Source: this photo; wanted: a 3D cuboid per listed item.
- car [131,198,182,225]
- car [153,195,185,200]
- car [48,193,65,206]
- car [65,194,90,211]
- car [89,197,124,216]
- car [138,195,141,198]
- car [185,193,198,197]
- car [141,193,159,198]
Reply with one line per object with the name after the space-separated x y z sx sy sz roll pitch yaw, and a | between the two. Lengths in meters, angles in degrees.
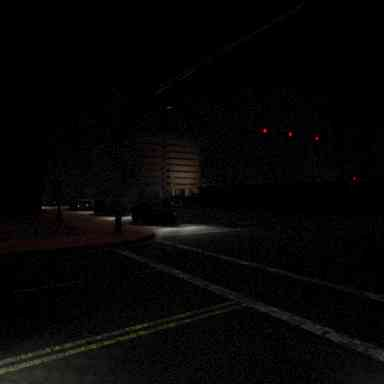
-2.888 1.478 24.491 1.882 1.535 5.008 0 0 -31 | car
-3.207 1.525 44.889 1.812 1.442 4.674 0 0 -33 | car
-22.169 1.218 54.866 2.150 2.045 5.566 0 0 -33 | car
-13.936 1.222 41.836 2.150 2.045 5.566 0 0 -32 | car
-8.316 1.478 33.039 1.882 1.535 5.008 0 0 -33 | car
-11.359 1.153 83.926 4.605 1.855 1.932 0 0 -34 | car
1.246 1.156 65.267 3.866 1.878 1.905 0 0 -34 | car
-9.782 1.156 81.499 3.866 1.878 1.905 0 0 -34 | car
